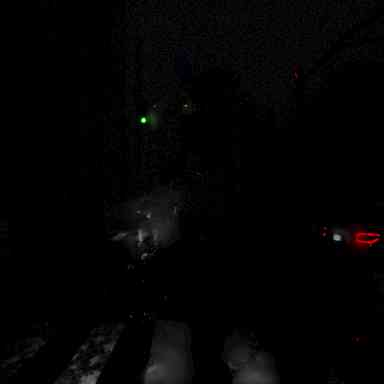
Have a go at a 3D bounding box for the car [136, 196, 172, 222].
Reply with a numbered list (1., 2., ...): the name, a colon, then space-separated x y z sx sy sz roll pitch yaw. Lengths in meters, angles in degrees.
1. car: -2.856 1.303 24.254 2.128 1.511 4.902 0 1 -1

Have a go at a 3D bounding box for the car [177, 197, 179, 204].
1. car: -2.787 1.092 43.970 1.895 1.301 4.718 0 1 0

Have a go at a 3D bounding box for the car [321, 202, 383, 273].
1. car: 6.384 1.307 9.150 5.566 2.045 2.150 1 -1 -12

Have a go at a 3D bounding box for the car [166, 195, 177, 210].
1. car: -2.835 1.144 33.663 1.882 1.535 5.008 0 1 0
